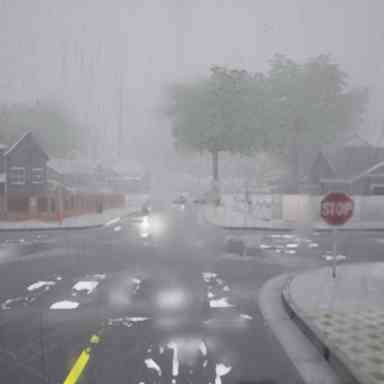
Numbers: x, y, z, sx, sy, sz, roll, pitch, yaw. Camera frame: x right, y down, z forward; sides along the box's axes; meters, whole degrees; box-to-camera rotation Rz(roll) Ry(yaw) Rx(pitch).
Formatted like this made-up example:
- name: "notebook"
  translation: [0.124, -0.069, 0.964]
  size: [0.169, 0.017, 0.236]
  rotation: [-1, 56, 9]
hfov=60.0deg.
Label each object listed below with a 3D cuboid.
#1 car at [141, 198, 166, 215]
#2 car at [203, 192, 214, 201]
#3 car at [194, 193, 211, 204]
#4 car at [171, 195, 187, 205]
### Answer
- name: "car"
  translation: [-3.599, 1.340, 31.754]
  size: [2.128, 1.511, 4.902]
  rotation: [0, 0, 2]
- name: "car"
  translation: [3.409, 0.960, 67.418]
  size: [2.150, 2.045, 5.566]
  rotation: [1, 0, 13]
- name: "car"
  translation: [1.593, 1.332, 57.643]
  size: [1.994, 1.385, 4.181]
  rotation: [0, 0, 10]
- name: "car"
  translation: [-1.987, 1.282, 52.122]
  size: [1.837, 1.490, 4.892]
  rotation: [0, 0, 8]
